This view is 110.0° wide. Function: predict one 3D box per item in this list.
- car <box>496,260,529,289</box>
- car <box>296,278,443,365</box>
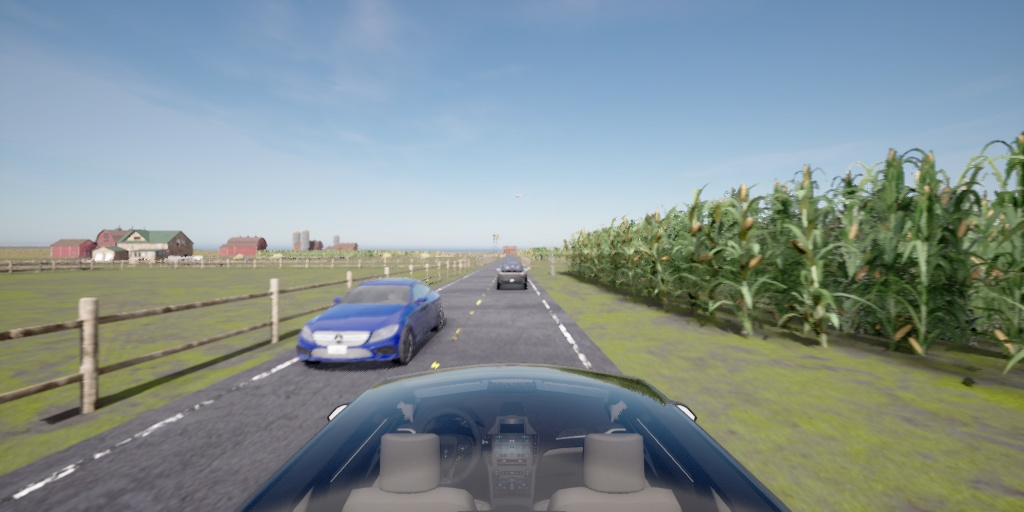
[{"bbox_3d":[0.017,1.155,22.333,2.128,1.511,4.902,0,0,0],"label":"car"},{"bbox_3d":[-2.787,1.249,8.101,1.812,1.442,4.674,0,0,0],"label":"car"}]
